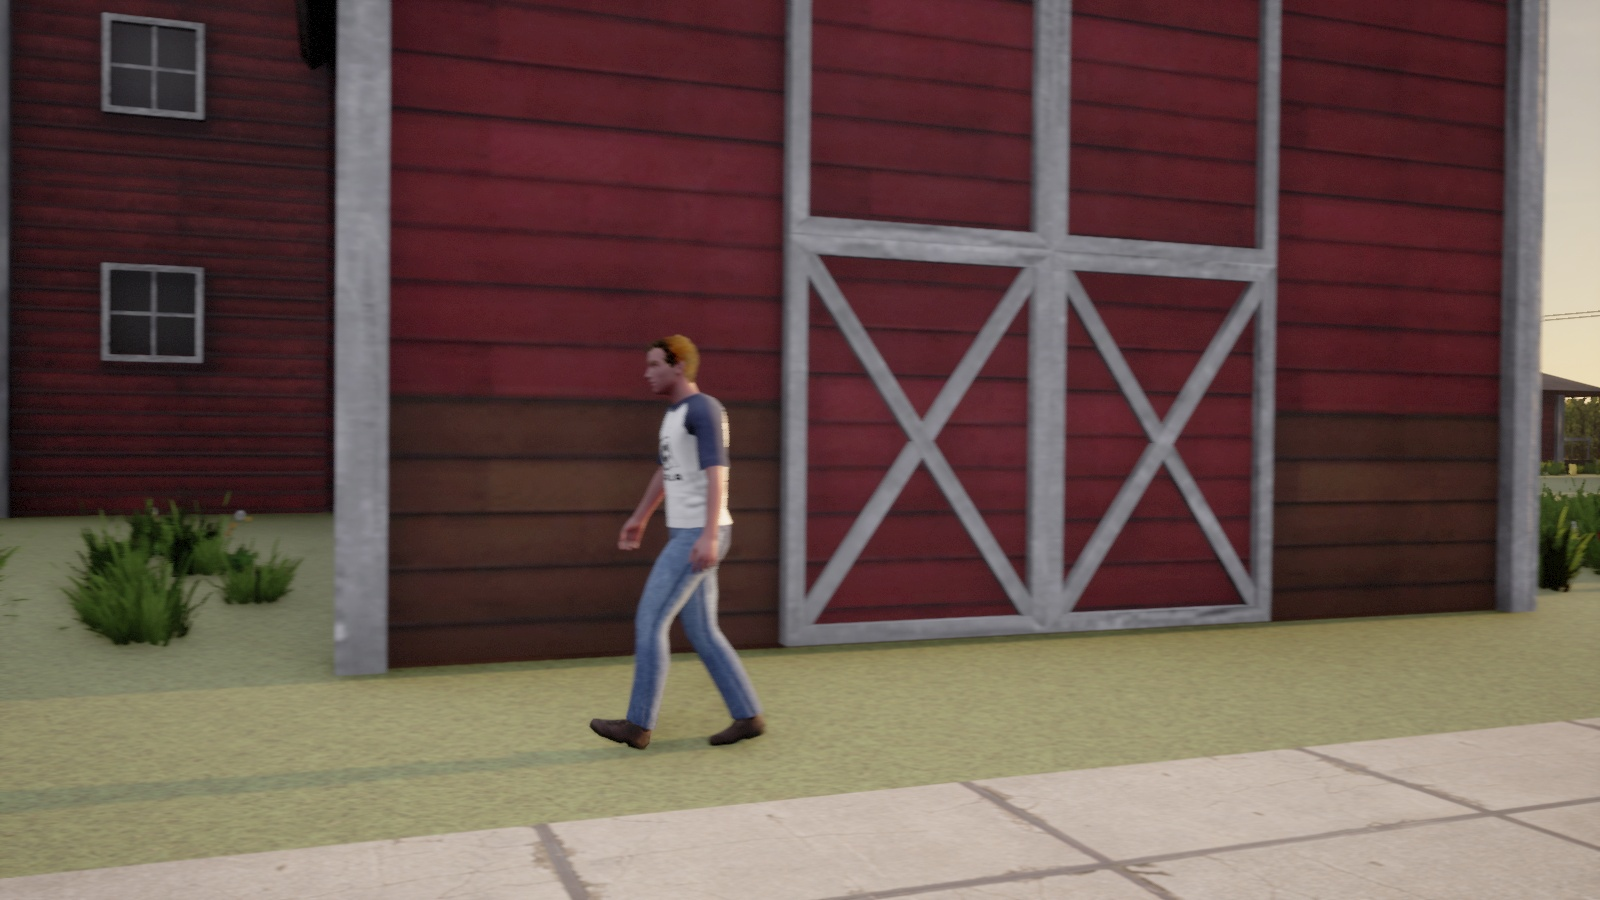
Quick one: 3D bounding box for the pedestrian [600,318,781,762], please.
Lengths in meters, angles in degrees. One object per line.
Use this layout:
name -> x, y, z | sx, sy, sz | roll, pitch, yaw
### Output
pedestrian -> -0.481, 0.366, 5.443 | 0.706, 1.836, 0.354 | -1, 1, -15
